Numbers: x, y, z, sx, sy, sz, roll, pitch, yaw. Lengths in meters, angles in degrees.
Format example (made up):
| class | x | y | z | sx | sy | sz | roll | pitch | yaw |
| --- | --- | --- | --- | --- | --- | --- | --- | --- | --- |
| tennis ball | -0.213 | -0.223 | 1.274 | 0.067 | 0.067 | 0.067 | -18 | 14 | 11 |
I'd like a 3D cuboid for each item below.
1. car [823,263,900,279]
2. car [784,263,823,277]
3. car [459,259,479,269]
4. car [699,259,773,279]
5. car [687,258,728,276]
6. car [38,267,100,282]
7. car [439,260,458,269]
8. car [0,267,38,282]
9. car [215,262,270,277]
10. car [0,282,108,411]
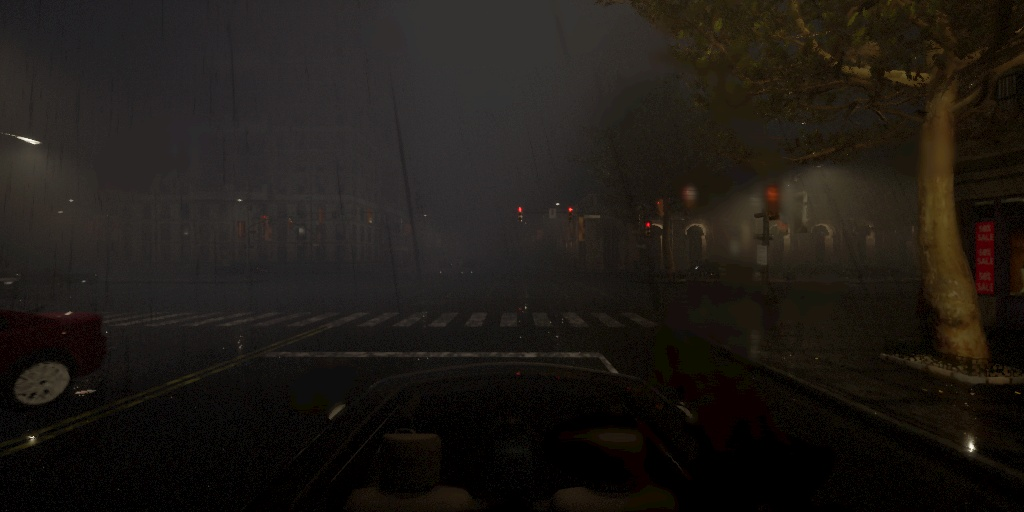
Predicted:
| class | x | y | z | sx | sy | sz | roll | pitch | yaw |
| --- | --- | --- | --- | --- | --- | --- | --- | --- | --- |
| car | 30.430 | 1.350 | 31.168 | 4.718 | 1.301 | 1.895 | 0 | 0 | 1 |
| car | 29.606 | 1.351 | 34.676 | 4.718 | 1.301 | 1.895 | 0 | 0 | 1 |
| car | -6.869 | 1.228 | 57.776 | 1.882 | 1.535 | 5.008 | 0 | 0 | 1 |
| car | 19.441 | 1.255 | 31.269 | 4.892 | 1.490 | 1.837 | 0 | 0 | 1 |
| car | 19.463 | 1.102 | 34.771 | 4.553 | 1.767 | 2.097 | 0 | 0 | 0 |
| car | -30.273 | 1.351 | 23.532 | 4.718 | 1.301 | 1.895 | 0 | 0 | 1 |
| car | -10.376 | 1.314 | 57.312 | 1.994 | 1.385 | 4.181 | 0 | 0 | 1 |
| car | -30.496 | 1.242 | 20.035 | 4.902 | 1.511 | 2.128 | 0 | 0 | 1 |
| car | -26.385 | 1.276 | 35.175 | 4.674 | 1.442 | 1.812 | 0 | 0 | 0 |
| car | -7.077 | 1.228 | 3.264 | 1.882 | 1.535 | 5.008 | 0 | 0 | 1 |
